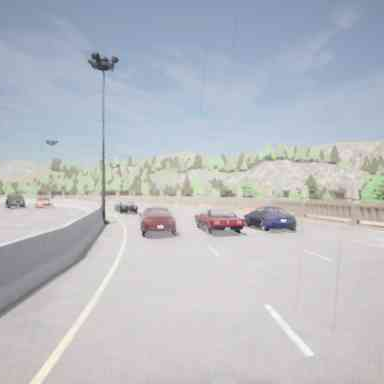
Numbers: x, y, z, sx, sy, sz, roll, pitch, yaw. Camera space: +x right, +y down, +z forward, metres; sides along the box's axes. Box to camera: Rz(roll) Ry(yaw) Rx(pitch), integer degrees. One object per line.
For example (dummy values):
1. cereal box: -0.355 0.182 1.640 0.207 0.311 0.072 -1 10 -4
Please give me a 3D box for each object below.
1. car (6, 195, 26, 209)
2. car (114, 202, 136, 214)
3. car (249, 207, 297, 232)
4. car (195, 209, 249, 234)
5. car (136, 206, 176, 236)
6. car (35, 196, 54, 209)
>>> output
1. car: -26.556 1.425 50.114 2.150 2.045 5.566 0 0 -34
2. car: -7.367 1.702 36.734 1.895 1.301 4.718 0 0 -22
3. car: 4.728 1.584 20.587 1.994 1.385 4.181 0 0 -11
4. car: 1.434 1.633 19.485 1.895 1.301 4.718 0 0 -11
5. car: -2.008 1.571 18.808 1.812 1.442 4.674 0 0 -11
6. car: -22.067 1.539 49.589 2.097 1.767 4.553 0 0 -32
